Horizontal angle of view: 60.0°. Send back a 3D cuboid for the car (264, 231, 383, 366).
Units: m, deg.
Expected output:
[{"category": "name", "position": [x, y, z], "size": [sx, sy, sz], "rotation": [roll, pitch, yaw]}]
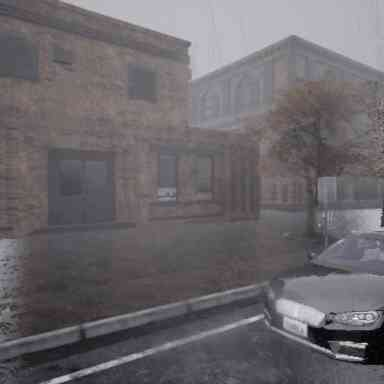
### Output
[{"category": "car", "position": [3.339, 1.491, 5.759], "size": [4.902, 1.511, 2.128], "rotation": [0, 0, -36]}]
